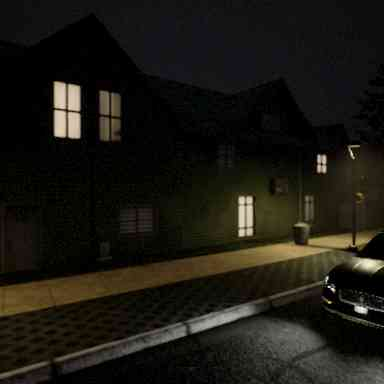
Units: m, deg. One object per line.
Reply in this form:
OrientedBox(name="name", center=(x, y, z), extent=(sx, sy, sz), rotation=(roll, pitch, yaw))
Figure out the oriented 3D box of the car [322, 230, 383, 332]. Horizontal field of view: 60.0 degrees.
OrientedBox(name="car", center=(4.477, 1.474, 6.514), extent=(4.892, 1.490, 1.837), rotation=(-2, 1, -38))
